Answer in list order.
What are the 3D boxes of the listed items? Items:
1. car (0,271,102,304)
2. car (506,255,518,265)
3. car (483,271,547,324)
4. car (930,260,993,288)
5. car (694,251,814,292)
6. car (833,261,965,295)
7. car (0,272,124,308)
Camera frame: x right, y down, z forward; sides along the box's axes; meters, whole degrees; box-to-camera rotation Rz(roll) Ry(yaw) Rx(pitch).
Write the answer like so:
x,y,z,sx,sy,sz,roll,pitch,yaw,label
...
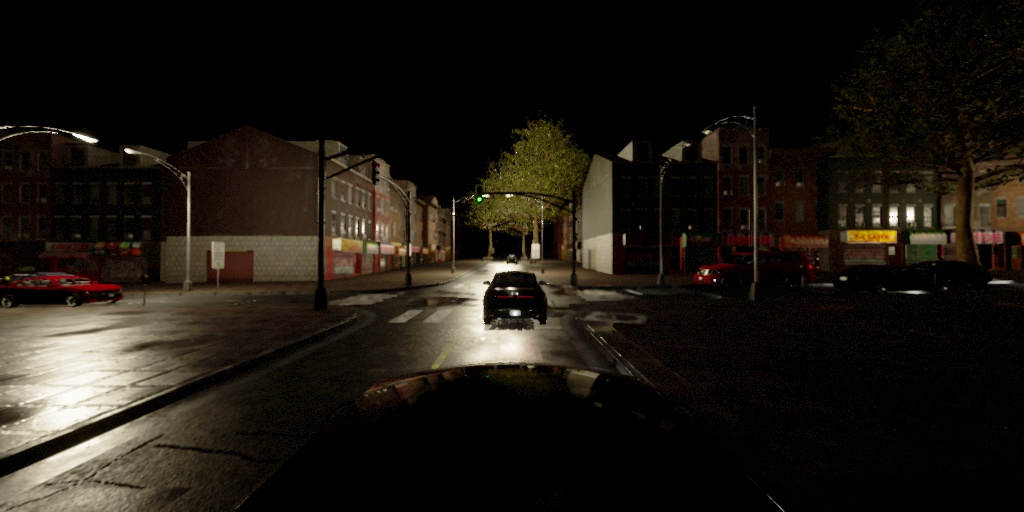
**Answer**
x,y,z,sx,sy,sz,roll,pitch,yaw,label
-25.361,1.627,18.955,4.902,1.511,2.128,-1,-1,0,car
0.005,0.767,60.986,1.895,1.301,4.718,0,1,0,car
0.092,1.239,11.872,1.837,1.490,4.892,0,0,0,car
22.594,0.952,19.133,4.674,1.442,1.812,-1,-1,0,car
12.785,0.788,19.104,5.566,2.045,2.150,-1,-1,0,car
17.212,1.041,16.372,4.313,1.339,1.948,0,0,0,car
-20.369,1.577,16.228,4.507,1.381,1.888,0,0,0,car
